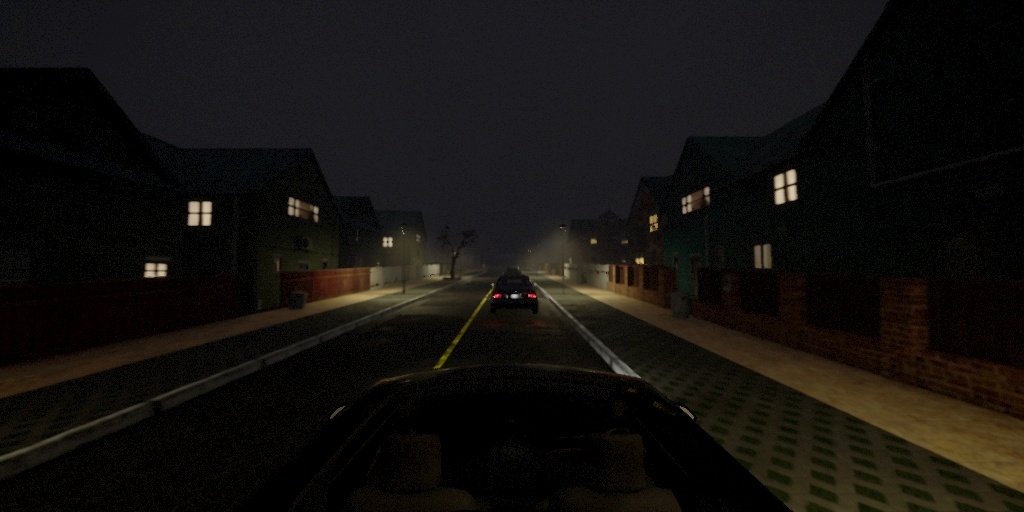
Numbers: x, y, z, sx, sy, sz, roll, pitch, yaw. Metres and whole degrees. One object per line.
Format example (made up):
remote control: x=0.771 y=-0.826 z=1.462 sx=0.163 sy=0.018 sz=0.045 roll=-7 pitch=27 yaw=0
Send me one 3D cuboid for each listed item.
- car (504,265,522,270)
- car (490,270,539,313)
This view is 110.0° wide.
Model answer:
car: x=0.075 y=1.787 z=40.092 sx=2.128 sy=1.511 sz=4.902 roll=0 pitch=-1 yaw=0
car: x=0.089 y=1.477 z=14.976 sx=2.033 sy=1.411 sz=5.357 roll=0 pitch=-1 yaw=0
